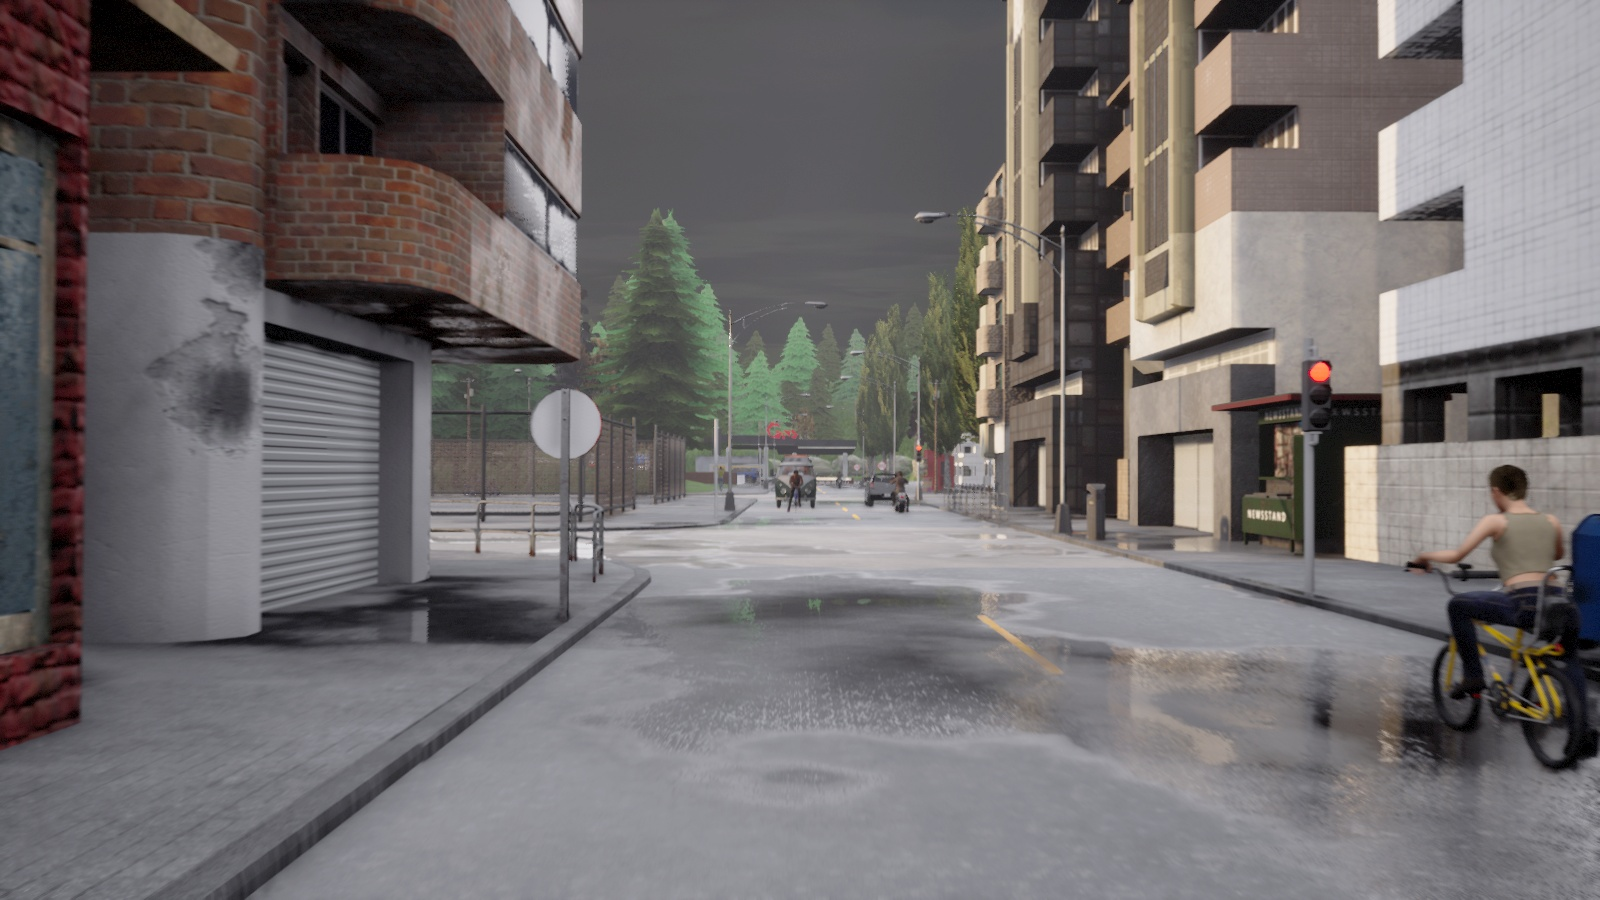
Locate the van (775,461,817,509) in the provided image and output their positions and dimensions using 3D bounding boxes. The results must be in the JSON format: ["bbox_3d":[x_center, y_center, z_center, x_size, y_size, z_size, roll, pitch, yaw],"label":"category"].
[{"bbox_3d":[-0.169,1.492,54.863,1.775,1.987,4.442,0,-1,0],"label":"van"}]

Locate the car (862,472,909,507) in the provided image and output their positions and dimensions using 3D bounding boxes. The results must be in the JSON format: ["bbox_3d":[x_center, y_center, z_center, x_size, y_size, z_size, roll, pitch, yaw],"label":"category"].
[{"bbox_3d":[3.827,1.772,56.910,1.845,1.501,3.633,0,-1,0],"label":"car"}]

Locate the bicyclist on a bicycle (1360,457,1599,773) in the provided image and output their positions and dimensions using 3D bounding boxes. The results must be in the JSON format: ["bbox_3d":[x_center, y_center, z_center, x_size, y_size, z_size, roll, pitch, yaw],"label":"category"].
[{"bbox_3d":[3.993,0.857,7.199,0.866,1.612,1.509,0,-1,0],"label":"bicyclist on a bicycle"}]

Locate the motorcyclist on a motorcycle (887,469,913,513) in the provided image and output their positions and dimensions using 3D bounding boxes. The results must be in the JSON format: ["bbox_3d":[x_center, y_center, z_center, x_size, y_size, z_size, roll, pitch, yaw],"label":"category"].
[{"bbox_3d":[3.852,1.568,48.540,0.766,1.649,2.350,0,-1,0],"label":"motorcyclist on a motorcycle"}]
